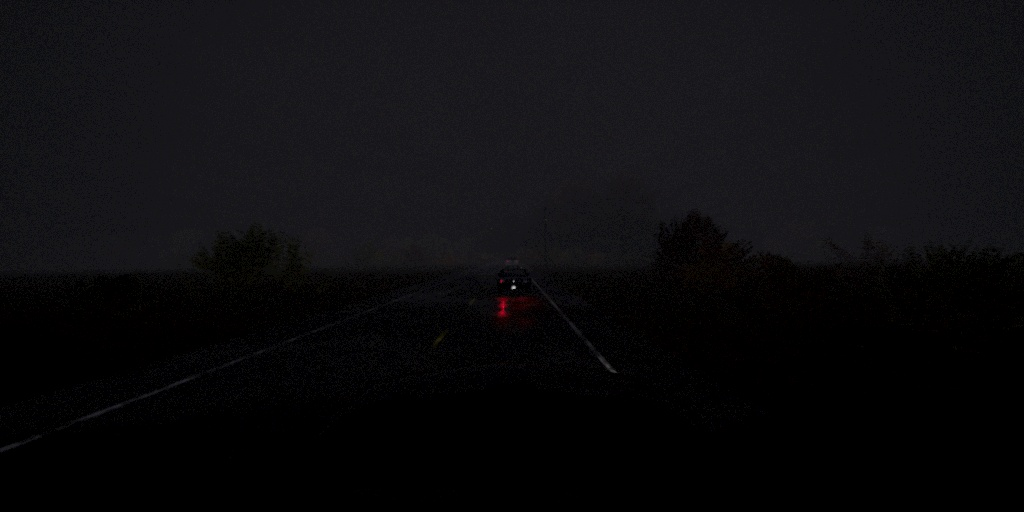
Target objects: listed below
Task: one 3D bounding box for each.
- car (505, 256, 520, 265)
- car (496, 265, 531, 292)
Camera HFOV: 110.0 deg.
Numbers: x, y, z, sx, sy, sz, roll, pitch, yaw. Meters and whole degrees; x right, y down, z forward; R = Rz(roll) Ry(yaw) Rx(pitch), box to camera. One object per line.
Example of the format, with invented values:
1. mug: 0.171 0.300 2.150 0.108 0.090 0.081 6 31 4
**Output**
1. car: 0.072 1.048 59.757 2.150 2.045 5.566 0 0 0
2. car: 0.091 1.376 21.251 1.895 1.301 4.718 0 0 0
